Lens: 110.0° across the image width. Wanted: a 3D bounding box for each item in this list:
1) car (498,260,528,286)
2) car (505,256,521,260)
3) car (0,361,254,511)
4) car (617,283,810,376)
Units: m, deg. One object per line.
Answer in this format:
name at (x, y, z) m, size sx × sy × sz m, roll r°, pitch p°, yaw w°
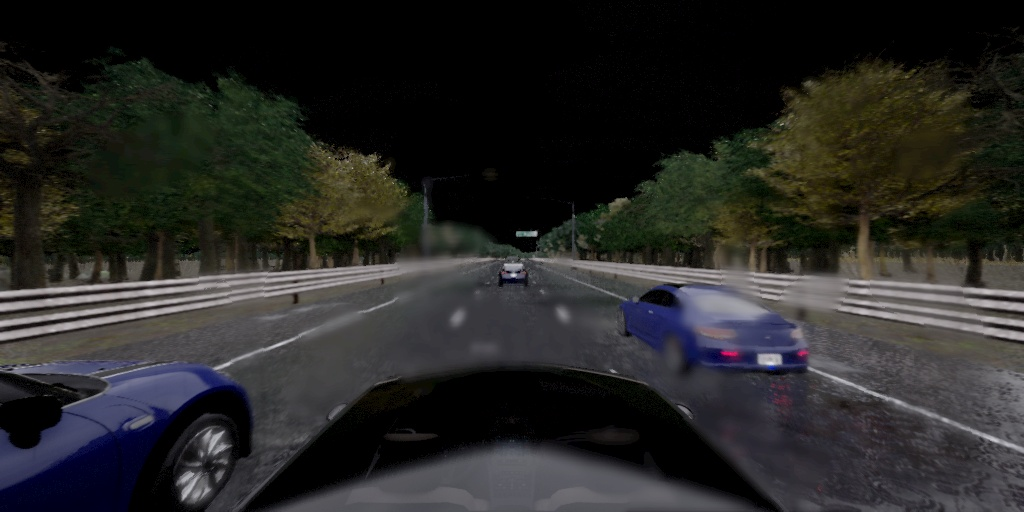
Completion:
car at (0.103, 1.263, 25.234) m, size 2.163 × 1.488 × 4.792 m, roll 0°, pitch 0°, yaw 0°
car at (0.115, 0.992, 54.817) m, size 2.150 × 2.045 × 5.566 m, roll 0°, pitch 0°, yaw 0°
car at (-3.400, 1.102, 1.380) m, size 2.097 × 1.767 × 4.553 m, roll 0°, pitch 0°, yaw 0°
car at (3.602, 1.278, 7.300) m, size 1.812 × 1.442 × 4.674 m, roll 0°, pitch 0°, yaw 0°
